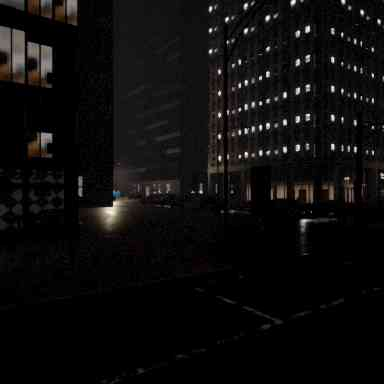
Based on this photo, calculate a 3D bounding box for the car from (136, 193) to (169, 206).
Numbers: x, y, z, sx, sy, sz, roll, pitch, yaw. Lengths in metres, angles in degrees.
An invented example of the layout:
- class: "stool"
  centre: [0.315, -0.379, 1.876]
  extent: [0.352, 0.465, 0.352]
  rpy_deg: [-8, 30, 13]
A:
- class: "car"
  centre: [-5.419, 1.094, 45.025]
  extent: [1.752, 1.417, 4.829]
  rpy_deg: [1, 0, -33]

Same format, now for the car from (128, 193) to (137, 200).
- class: "car"
  centre: [-11.500, 0.865, 67.811]
  extent: [1.947, 1.339, 4.313]
  rpy_deg: [1, 0, -36]

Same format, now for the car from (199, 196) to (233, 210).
- class: "car"
  centre: [2.625, 1.178, 37.342]
  extent: [2.128, 1.511, 4.902]
  rpy_deg: [0, 1, -32]

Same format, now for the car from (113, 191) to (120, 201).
- class: "car"
  centre: [-14.968, 0.920, 58.904]
  extent: [1.887, 1.381, 4.507]
  rpy_deg: [1, 0, -35]

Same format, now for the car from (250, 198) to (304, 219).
- class: "car"
  centre: [6.429, 1.399, 26.575]
  extent: [1.802, 1.307, 4.206]
  rpy_deg: [1, 0, -32]

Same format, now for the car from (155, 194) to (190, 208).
- class: "car"
  centre: [-2.469, 1.212, 40.529]
  extent: [1.802, 1.307, 4.206]
  rpy_deg: [1, 0, -33]

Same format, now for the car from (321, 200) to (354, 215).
- class: "car"
  centre: [13.047, 1.377, 31.269]
  extent: [1.802, 1.307, 4.206]
  rpy_deg: [1, 0, -32]

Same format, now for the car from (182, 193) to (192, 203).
- class: "car"
  centre: [-1.852, 0.927, 54.365]
  extent: [1.967, 1.590, 4.097]
  rpy_deg: [1, 0, -35]

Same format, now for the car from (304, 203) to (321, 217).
- class: "car"
  centre: [8.194, 1.309, 28.517]
  extent: [1.837, 1.490, 4.892]
  rpy_deg: [0, 1, -32]

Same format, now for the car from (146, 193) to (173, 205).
- class: "car"
  centre: [-4.857, 1.008, 48.865]
  extent: [1.882, 1.535, 5.008]
  rpy_deg: [0, 1, -34]
